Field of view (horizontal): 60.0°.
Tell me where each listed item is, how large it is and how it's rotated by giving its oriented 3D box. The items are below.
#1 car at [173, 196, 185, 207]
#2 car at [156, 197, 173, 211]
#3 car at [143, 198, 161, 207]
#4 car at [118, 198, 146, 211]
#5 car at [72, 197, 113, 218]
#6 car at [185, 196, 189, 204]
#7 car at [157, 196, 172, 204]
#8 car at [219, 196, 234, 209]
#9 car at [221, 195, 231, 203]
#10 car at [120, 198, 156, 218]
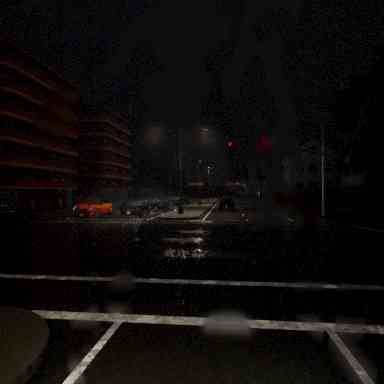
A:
[{"bbox_3d":[-2.843,1.492,52.021,2.128,1.511,4.902,0,0,6],"label":"car"},{"bbox_3d":[-3.987,1.601,41.044,1.895,1.301,4.718,0,0,6],"label":"car"},{"bbox_3d":[-6.283,1.601,52.795,1.895,1.301,4.718,0,0,6],"label":"car"},{"bbox_3d":[-7.415,1.548,41.864,2.033,1.411,5.357,0,0,6],"label":"car"},{"bbox_3d":[-8.811,1.351,29.792,2.097,1.767,4.553,0,0,9],"label":"car"},{"bbox_3d":[-1.683,1.505,63.009,1.837,1.490,4.892,0,0,7],"label":"car"},{"bbox_3d":[-5.214,1.564,62.889,1.994,1.385,4.181,0,0,6],"label":"car"},{"bbox_3d":[4.635,1.505,44.758,1.837,1.490,4.892,0,0,6],"label":"car"},{"bbox_3d":[7.327,1.500,71.089,2.128,1.511,4.902,0,0,6],"label":"car"},{"bbox_3d":[-5.072,1.492,30.193,2.128,1.511,4.902,0,0,5],"label":"car"}]
